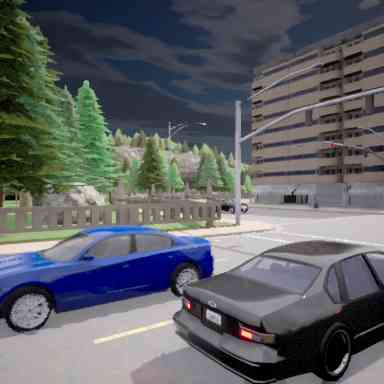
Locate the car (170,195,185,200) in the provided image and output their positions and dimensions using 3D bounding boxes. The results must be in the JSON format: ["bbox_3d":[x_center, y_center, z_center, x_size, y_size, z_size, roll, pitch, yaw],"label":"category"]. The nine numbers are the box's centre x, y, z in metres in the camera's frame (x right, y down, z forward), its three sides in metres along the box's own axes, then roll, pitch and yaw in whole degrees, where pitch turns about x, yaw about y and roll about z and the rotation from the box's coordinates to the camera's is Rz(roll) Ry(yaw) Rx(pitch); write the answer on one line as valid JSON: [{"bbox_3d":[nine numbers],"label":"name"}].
[{"bbox_3d":[-1.063,1.492,44.349,2.033,1.411,5.357,0,0,-19],"label":"car"}]

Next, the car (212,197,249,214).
[{"bbox_3d":[3.877,1.436,34.920,2.128,1.511,4.902,0,0,-32],"label":"car"}]

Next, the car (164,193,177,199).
[{"bbox_3d":[-3.326,1.164,54.705,2.150,2.045,5.566,0,0,-4],"label":"car"}]

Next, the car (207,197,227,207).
[{"bbox_3d":[3.893,1.492,52.775,2.033,1.411,5.357,0,0,-9],"label":"car"}]

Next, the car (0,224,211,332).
[{"bbox_3d":[-1.813,1.477,6.999,5.008,1.535,1.882,0,0,-36],"label":"car"}]

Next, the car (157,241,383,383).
[{"bbox_3d":[2.312,1.547,5.438,5.357,1.411,2.033,0,0,-35],"label":"car"}]
